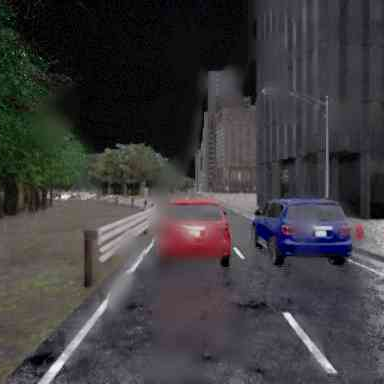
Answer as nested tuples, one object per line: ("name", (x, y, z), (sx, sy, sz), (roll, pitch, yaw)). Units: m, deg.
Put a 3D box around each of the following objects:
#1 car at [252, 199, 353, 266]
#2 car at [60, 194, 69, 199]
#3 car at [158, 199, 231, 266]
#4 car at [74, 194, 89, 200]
("car", (3.584, 1.254, 11.849), (2.150, 2.045, 5.566), (0, 0, 1))
("car", (-34.061, 1.059, 88.228), (1.895, 1.301, 4.718), (0, 1, -39))
("car", (0.084, 1.253, 11.815), (2.150, 2.045, 5.566), (0, 0, 0))
("car", (-26.922, 1.214, 80.836), (5.008, 1.535, 1.882), (1, 1, 44))
